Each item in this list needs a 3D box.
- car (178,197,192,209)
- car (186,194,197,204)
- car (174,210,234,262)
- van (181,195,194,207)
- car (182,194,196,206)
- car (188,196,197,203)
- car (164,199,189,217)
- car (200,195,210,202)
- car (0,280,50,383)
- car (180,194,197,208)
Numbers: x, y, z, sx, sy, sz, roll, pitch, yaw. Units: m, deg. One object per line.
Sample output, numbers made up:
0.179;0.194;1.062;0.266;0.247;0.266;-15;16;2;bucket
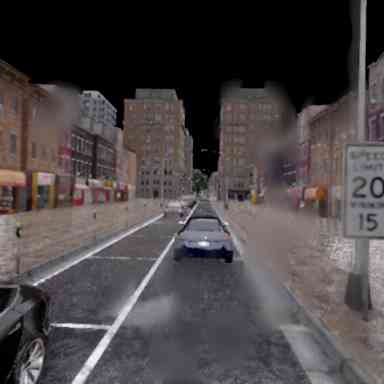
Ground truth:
-1.339;1.552;36.060;2.008;1.369;4.403;2;0;2;car
-0.047;1.449;69.718;2.192;1.841;5.009;2;0;2;car
0.427;1.583;12.309;1.994;1.385;4.181;1;0;2;car
-0.690;1.400;52.889;1.690;1.788;3.998;2;0;2;van
-0.475;1.397;58.499;2.192;1.841;5.009;2;0;2;car
0.161;1.712;75.328;2.008;1.369;4.403;2;0;2;car
-1.554;1.569;30.450;1.802;1.307;4.206;2;0;2;car
2.856;1.585;76.732;2.033;1.411;5.357;1;0;2;car
-2.626;1.507;2.403;1.947;1.339;4.313;2;0;2;car
-0.903;1.353;47.279;2.192;1.841;5.009;2;0;2;car
